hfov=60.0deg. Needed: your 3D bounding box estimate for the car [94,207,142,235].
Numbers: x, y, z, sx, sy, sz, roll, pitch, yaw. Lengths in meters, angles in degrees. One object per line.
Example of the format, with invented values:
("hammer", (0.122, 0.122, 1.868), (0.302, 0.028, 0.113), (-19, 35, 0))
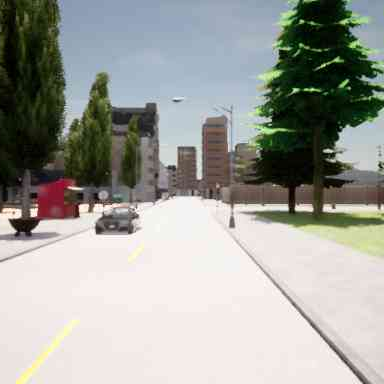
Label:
("car", (-4.072, 1.561, 18.850), (1.994, 1.385, 4.181), (0, 0, 0))
